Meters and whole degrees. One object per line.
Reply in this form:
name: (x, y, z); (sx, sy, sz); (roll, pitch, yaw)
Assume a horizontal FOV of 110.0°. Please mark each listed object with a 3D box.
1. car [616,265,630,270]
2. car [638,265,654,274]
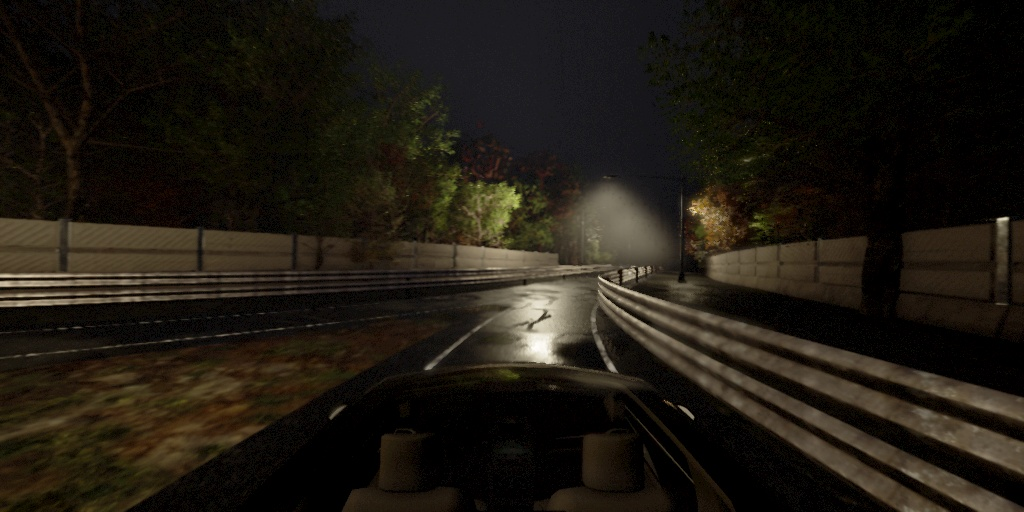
car: (19.277, 2.208, 61.861); (2.033, 1.411, 5.357); (1, -1, 25)
car: (22.189, 2.252, 60.393); (2.033, 1.411, 5.357); (1, -1, 25)
